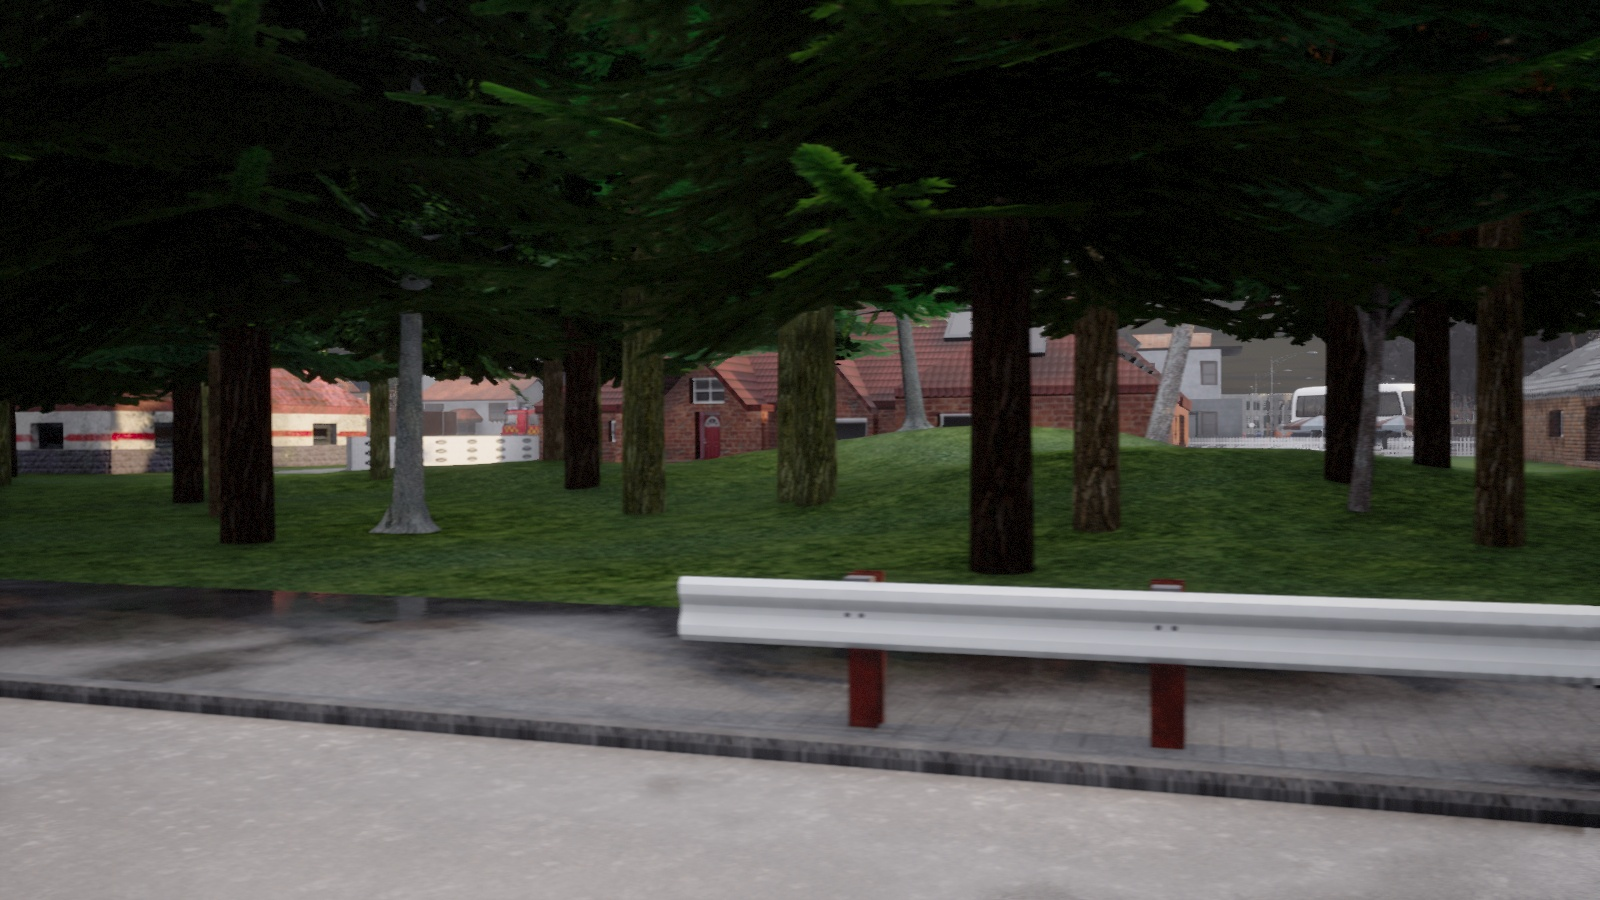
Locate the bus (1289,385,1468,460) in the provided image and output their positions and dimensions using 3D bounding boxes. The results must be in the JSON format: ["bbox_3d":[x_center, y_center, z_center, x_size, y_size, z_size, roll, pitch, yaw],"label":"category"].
[{"bbox_3d":[35.432,-1.682,77.560,3.944,4.253,10.273,-2,2,-20],"label":"bus"}]

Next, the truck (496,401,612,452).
[{"bbox_3d":[-18.974,-1.813,96.810,8.468,3.827,2.891,0,1,18],"label":"truck"}]
